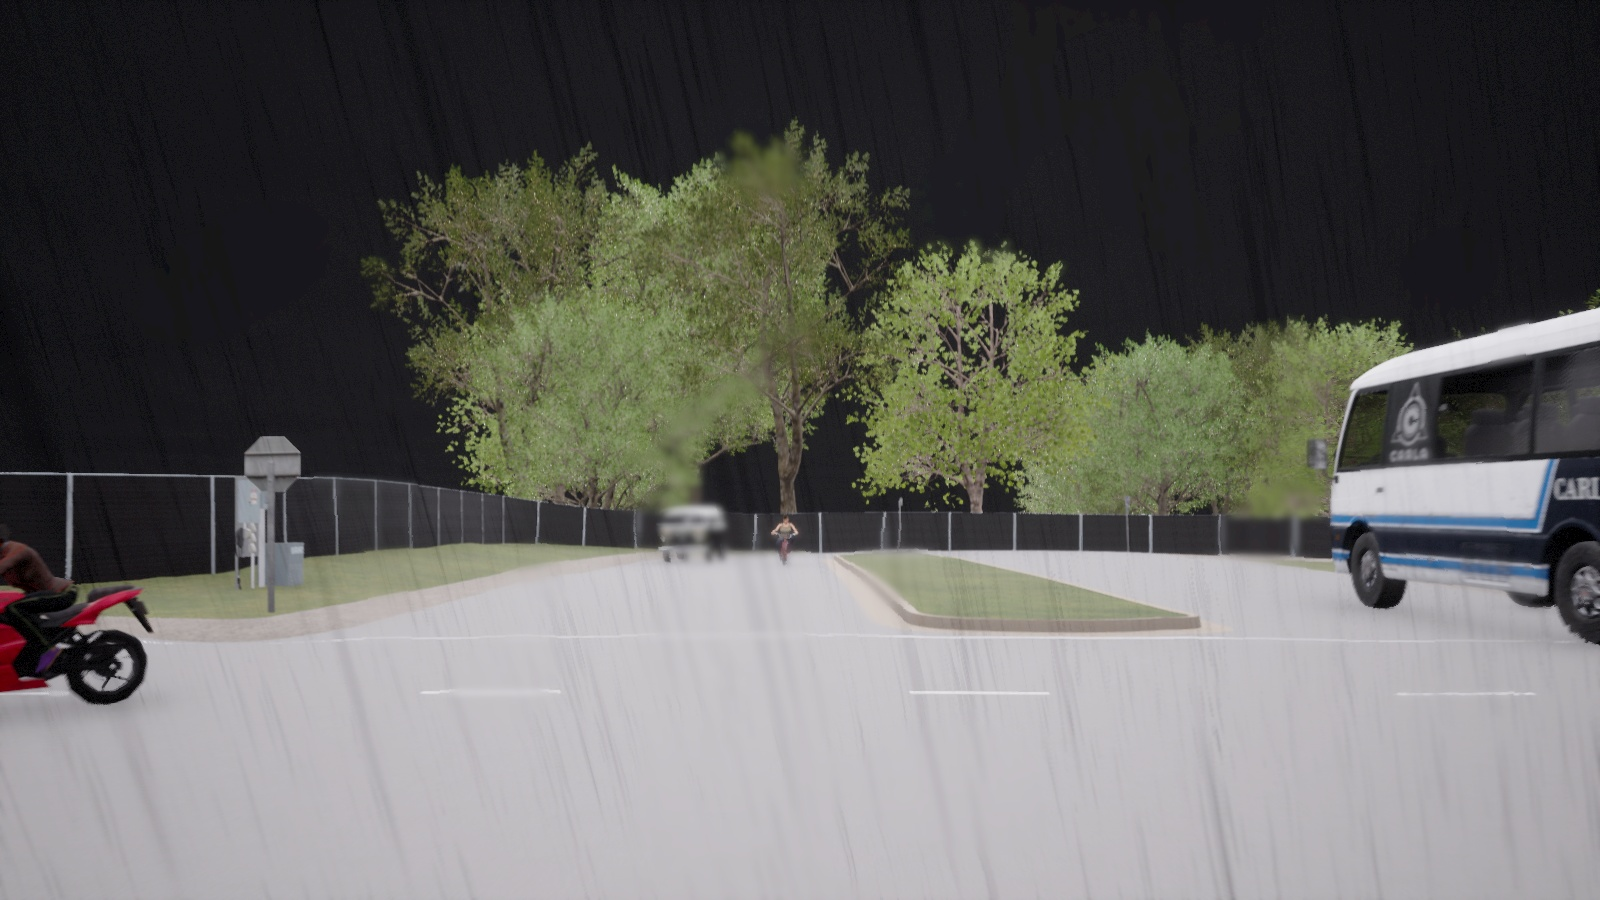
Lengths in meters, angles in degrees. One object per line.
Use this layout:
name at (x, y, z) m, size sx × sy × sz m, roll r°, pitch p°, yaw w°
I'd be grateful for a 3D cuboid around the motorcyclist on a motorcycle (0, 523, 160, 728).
motorcyclist on a motorcycle at (-6.232, 1.369, 9.830) m, size 2.044 × 1.523 × 0.797 m, roll 2°, pitch -8°, yaw -42°

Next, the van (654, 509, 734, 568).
van at (-3.932, 3.311, 47.294) m, size 2.069 × 2.038 × 4.480 m, roll -2°, pitch -4°, yaw 7°

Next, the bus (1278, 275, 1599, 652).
bus at (10.942, 0.332, 18.162) m, size 3.944 × 4.253 × 10.273 m, roll 0°, pitch -3°, yaw -1°
